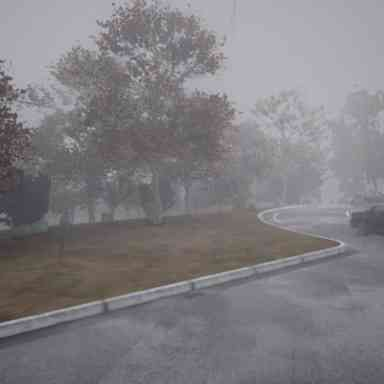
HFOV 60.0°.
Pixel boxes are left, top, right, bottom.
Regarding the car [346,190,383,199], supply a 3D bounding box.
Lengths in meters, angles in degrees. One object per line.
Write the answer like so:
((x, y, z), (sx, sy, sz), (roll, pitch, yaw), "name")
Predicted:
((17.964, 0.593, 33.932), (4.902, 1.511, 2.128), (-1, 1, -19), "car")

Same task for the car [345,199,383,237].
((8.124, 1.183, 12.738), (2.033, 1.411, 5.357), (-1, 1, -3), "car")
